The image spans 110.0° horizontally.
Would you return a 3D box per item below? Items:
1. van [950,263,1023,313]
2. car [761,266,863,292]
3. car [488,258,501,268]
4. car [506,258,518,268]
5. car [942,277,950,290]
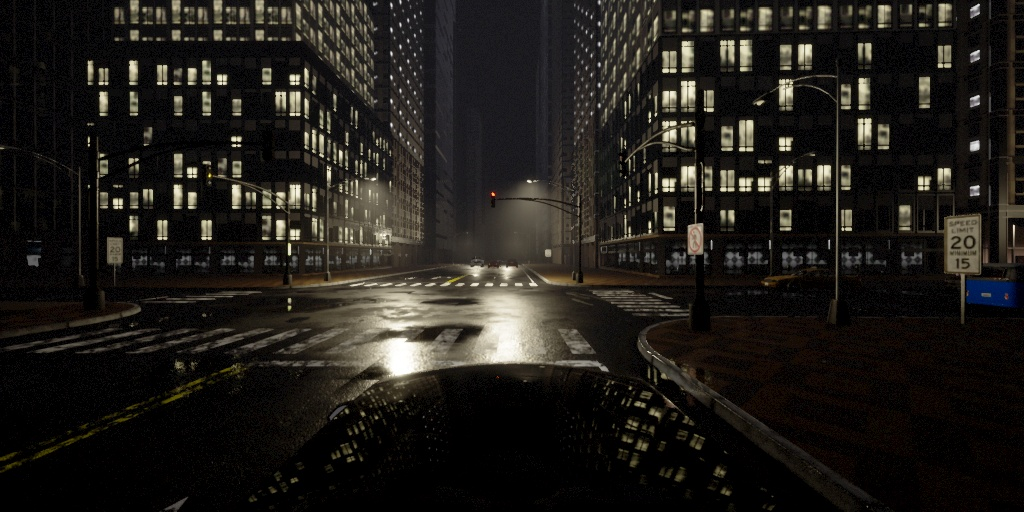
[{"bbox_3d":[18.360,1.119,12.413,3.998,1.789,1.690,0,0,2],"label":"van"},{"bbox_3d":[17.092,1.293,20.585,4.829,1.417,1.751,0,0,2],"label":"car"},{"bbox_3d":[-3.237,1.460,63.203,1.895,1.301,4.718,0,0,0],"label":"car"},{"bbox_3d":[0.013,1.212,63.559,2.097,1.767,4.553,0,0,0],"label":"car"},{"bbox_3d":[26.926,1.356,20.099,4.207,1.307,1.802,0,0,2],"label":"car"}]
